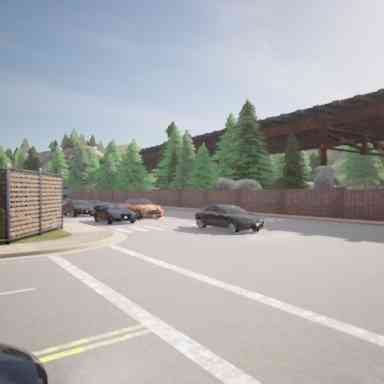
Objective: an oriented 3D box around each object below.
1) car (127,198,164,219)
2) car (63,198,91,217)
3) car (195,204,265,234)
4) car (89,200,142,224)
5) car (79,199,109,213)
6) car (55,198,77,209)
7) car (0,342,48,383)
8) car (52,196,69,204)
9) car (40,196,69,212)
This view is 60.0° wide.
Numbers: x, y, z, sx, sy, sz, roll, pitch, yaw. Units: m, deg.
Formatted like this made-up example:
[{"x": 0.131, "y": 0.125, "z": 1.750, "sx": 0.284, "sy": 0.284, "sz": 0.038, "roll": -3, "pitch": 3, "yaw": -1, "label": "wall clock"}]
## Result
[{"x": -4.301, "y": 1.351, "z": 28.495, "sx": 2.097, "sy": 1.767, "sz": 4.553, "roll": 0, "pitch": 0, "yaw": -36, "label": "car"}, {"x": -10.755, "y": 1.504, "z": 31.429, "sx": 1.837, "sy": 1.490, "sz": 4.892, "roll": 0, "pitch": 0, "yaw": -36, "label": "car"}, {"x": 2.082, "y": 1.504, "z": 19.604, "sx": 1.837, "sy": 1.490, "sz": 4.892, "roll": 0, "pitch": 0, "yaw": -35, "label": "car"}, {"x": -5.722, "y": 1.563, "z": 24.494, "sx": 1.994, "sy": 1.385, "sz": 4.181, "roll": 0, "pitch": 0, "yaw": -36, "label": "car"}, {"x": -11.278, "y": 1.563, "z": 38.088, "sx": 1.994, "sy": 1.385, "sz": 4.181, "roll": 0, "pitch": 0, "yaw": -37, "label": "car"}, {"x": -17.977, "y": 1.563, "z": 47.366, "sx": 1.994, "sy": 1.385, "sz": 4.181, "roll": 0, "pitch": 0, "yaw": -36, "label": "car"}, {"x": -3.139, "y": 1.526, "z": 1.503, "sx": 4.674, "sy": 1.442, "sz": 1.812, "roll": 0, "pitch": 0, "yaw": -36, "label": "car"}, {"x": -25.110, "y": 1.476, "z": 63.436, "sx": 1.882, "sy": 1.535, "sz": 5.008, "roll": 0, "pitch": 0, "yaw": -36, "label": "car"}, {"x": -16.147, "y": 1.351, "z": 38.848, "sx": 2.097, "sy": 1.767, "sz": 4.553, "roll": 0, "pitch": 0, "yaw": -36, "label": "car"}]
